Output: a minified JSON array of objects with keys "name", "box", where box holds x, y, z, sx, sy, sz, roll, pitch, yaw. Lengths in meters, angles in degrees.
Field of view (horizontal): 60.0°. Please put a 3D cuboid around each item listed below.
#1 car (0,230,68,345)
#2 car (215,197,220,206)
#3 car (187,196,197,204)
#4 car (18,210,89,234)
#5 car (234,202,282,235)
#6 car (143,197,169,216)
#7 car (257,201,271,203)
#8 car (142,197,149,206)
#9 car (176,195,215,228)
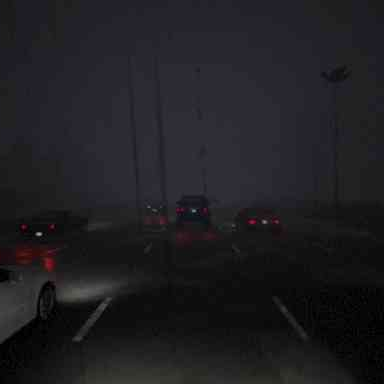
[{"name":"car","box":[-3.399,1.525,4.199,1.812,1.442,4.674,0,0,0]},{"name":"car","box":[3.608,1.521,54.954,1.812,1.442,4.674,0,0,0]},{"name":"car","box":[-0.002,1.520,64.288,1.812,1.442,4.674,0,0,-2]},{"name":"car","box":[-6.895,1.599,17.212,1.895,1.301,4.718,0,0,0]},{"name":"car","box":[3.606,1.545,18.957,2.033,1.411,5.357,0,0,0]},{"name":"car","box":[-3.385,1.523,32.918,1.812,1.442,4.674,0,0,0]},{"name":"car","box":[7.111,1.561,33.404,1.994,1.385,4.181,0,0,0]},{"name":"car","box":[-6.881,1.559,53.708,1.994,1.385,4.181,0,0,0]},{"name":"car","box":[0.108,1.219,22.407,2.150,2.045,5.566,0,0,0]}]
